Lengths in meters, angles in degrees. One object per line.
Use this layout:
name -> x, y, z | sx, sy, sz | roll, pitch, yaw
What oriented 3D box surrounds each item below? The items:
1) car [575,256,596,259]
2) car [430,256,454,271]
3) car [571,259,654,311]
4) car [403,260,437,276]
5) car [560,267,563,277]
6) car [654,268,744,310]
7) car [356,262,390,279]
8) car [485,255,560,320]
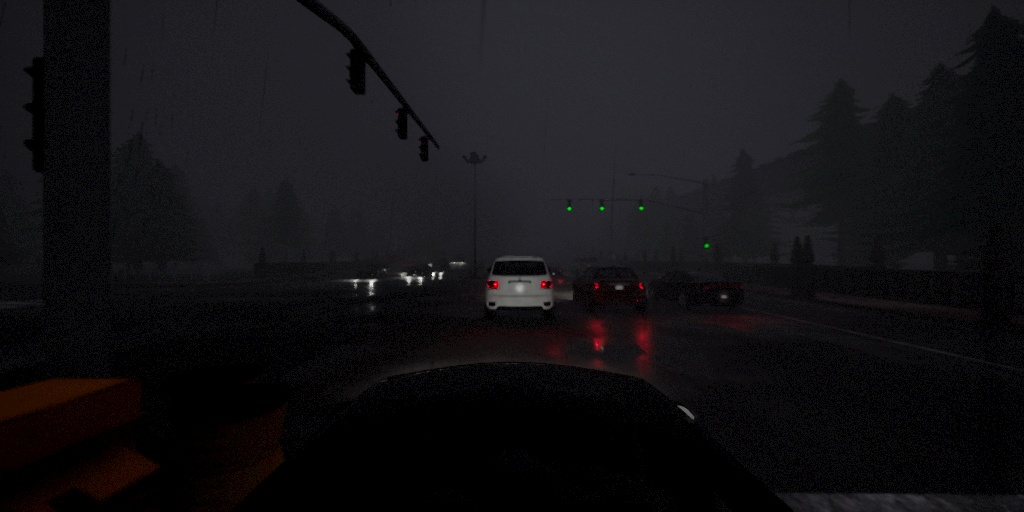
car -> 7.562, 1.058, 37.504 | 2.150, 2.045, 5.566 | 0, 0, 1
car -> -9.941, 1.234, 50.308 | 2.128, 1.511, 4.902 | 0, 2, 1
car -> 3.779, 1.132, 14.644 | 2.097, 1.767, 4.553 | 0, 0, 1
car -> -10.092, 1.472, 39.668 | 1.994, 1.385, 4.181 | 0, 0, 1
car -> 4.056, 1.449, 36.905 | 1.895, 1.301, 4.718 | 0, 0, 1
car -> 7.281, 1.245, 14.732 | 1.882, 1.535, 5.008 | 0, 0, 1
car -> -13.656, 1.416, 35.510 | 1.837, 1.490, 4.892 | 0, 1, 1
car -> 0.258, 1.008, 13.030 | 2.150, 2.045, 5.566 | 0, 0, 1
